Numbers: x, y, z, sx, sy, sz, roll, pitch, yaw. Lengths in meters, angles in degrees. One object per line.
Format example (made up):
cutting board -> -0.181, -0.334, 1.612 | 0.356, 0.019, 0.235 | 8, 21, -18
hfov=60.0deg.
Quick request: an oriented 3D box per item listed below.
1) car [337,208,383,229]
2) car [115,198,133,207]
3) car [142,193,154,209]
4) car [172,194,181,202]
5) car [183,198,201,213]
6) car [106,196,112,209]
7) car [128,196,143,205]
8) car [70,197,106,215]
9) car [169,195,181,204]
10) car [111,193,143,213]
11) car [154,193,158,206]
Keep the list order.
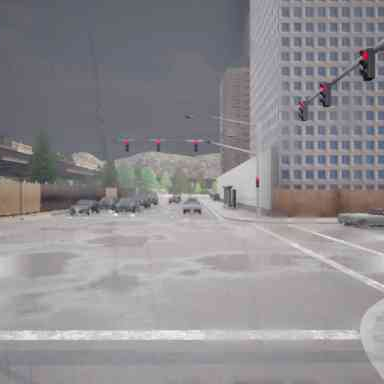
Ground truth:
car -> 11.877, 1.656, 21.187 | 4.718, 1.301, 1.895 | 0, 0, 0
car -> -10.560, 1.601, 51.942 | 1.895, 1.301, 4.718 | 0, 0, 0
car -> -7.059, 1.221, 46.233 | 2.150, 2.045, 5.566 | 0, 0, 0
car -> -3.461, 1.305, 74.481 | 1.882, 1.535, 5.008 | 0, 0, 0
car -> 0.052, 1.601, 36.348 | 1.895, 1.301, 4.718 | 0, 0, 1
car -> -10.569, 1.352, 42.148 | 2.097, 1.767, 4.553 | 0, 0, 0
car -> -10.526, 1.478, 62.167 | 1.882, 1.535, 5.008 | 0, 0, 0
car -> -10.585, 1.492, 33.251 | 2.128, 1.511, 4.902 | 0, 0, 1
car -> -3.466, 1.601, 64.288 | 1.895, 1.301, 4.718 | 0, 0, 0
car -> -7.068, 1.352, 36.797 | 2.097, 1.767, 4.553 | 0, 0, 0
car -> -7.034, 1.221, 56.963 | 2.150, 2.045, 5.566 | 0, 0, 0
